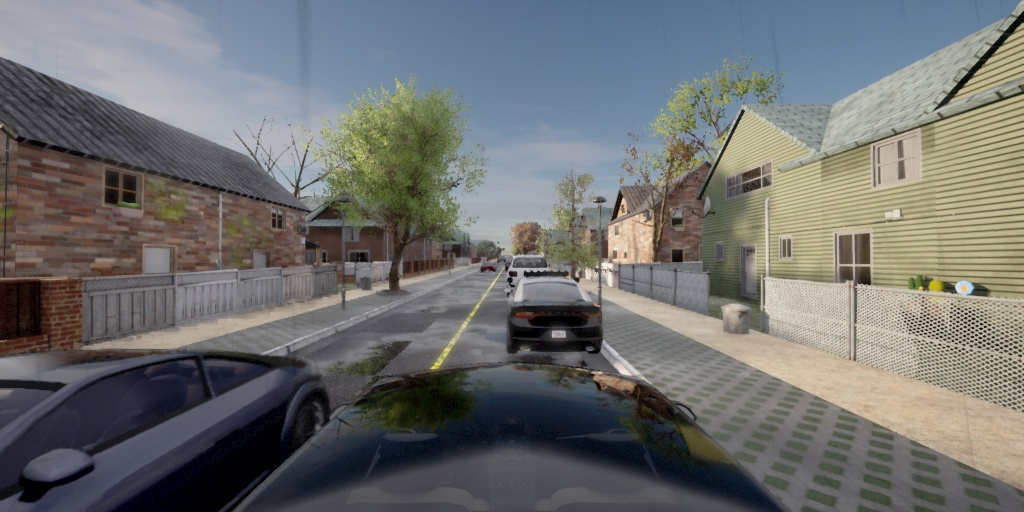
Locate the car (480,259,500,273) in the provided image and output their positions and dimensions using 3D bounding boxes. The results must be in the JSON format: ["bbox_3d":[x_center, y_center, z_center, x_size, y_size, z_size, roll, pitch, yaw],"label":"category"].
[{"bbox_3d":[-2.831,1.350,43.379,1.895,1.301,4.718,0,0,0],"label":"car"}]

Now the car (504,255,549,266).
[{"bbox_3d":[0.833,0.978,18.848,2.150,2.045,5.566,0,0,0],"label":"car"}]

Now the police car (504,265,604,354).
[{"bbox_3d":[0.828,1.177,8.925,1.930,1.638,5.238,0,0,0],"label":"police car"}]

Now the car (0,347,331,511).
[{"bbox_3d":[-2.849,1.314,1.968,1.994,1.385,4.181,0,0,0],"label":"car"}]
